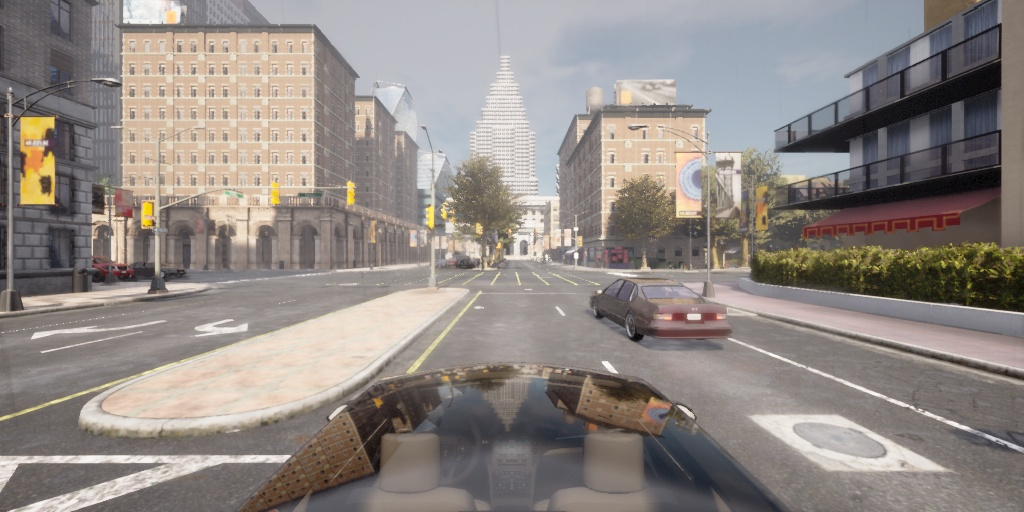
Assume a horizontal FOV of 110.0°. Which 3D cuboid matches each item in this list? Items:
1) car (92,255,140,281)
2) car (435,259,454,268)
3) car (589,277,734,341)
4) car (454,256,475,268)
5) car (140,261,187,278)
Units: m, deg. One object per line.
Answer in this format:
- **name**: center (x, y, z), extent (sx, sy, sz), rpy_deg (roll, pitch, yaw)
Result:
- **car**: center (-34.648, 0.971, 29.438), extent (5.566, 2.045, 2.150), rpy_deg (0, 0, 0)
- **car**: center (-11.557, 1.297, 60.073), extent (2.033, 1.411, 5.357), rpy_deg (0, 0, 0)
- **car**: center (3.634, 1.297, 9.886), extent (2.033, 1.411, 5.357), rpy_deg (0, 0, -3)
- **car**: center (-8.062, 0.971, 60.697), extent (2.150, 2.045, 5.566), rpy_deg (0, 0, 0)
- **car**: center (-32.849, 1.255, 32.965), extent (4.892, 1.490, 1.837), rpy_deg (0, 0, 0)
